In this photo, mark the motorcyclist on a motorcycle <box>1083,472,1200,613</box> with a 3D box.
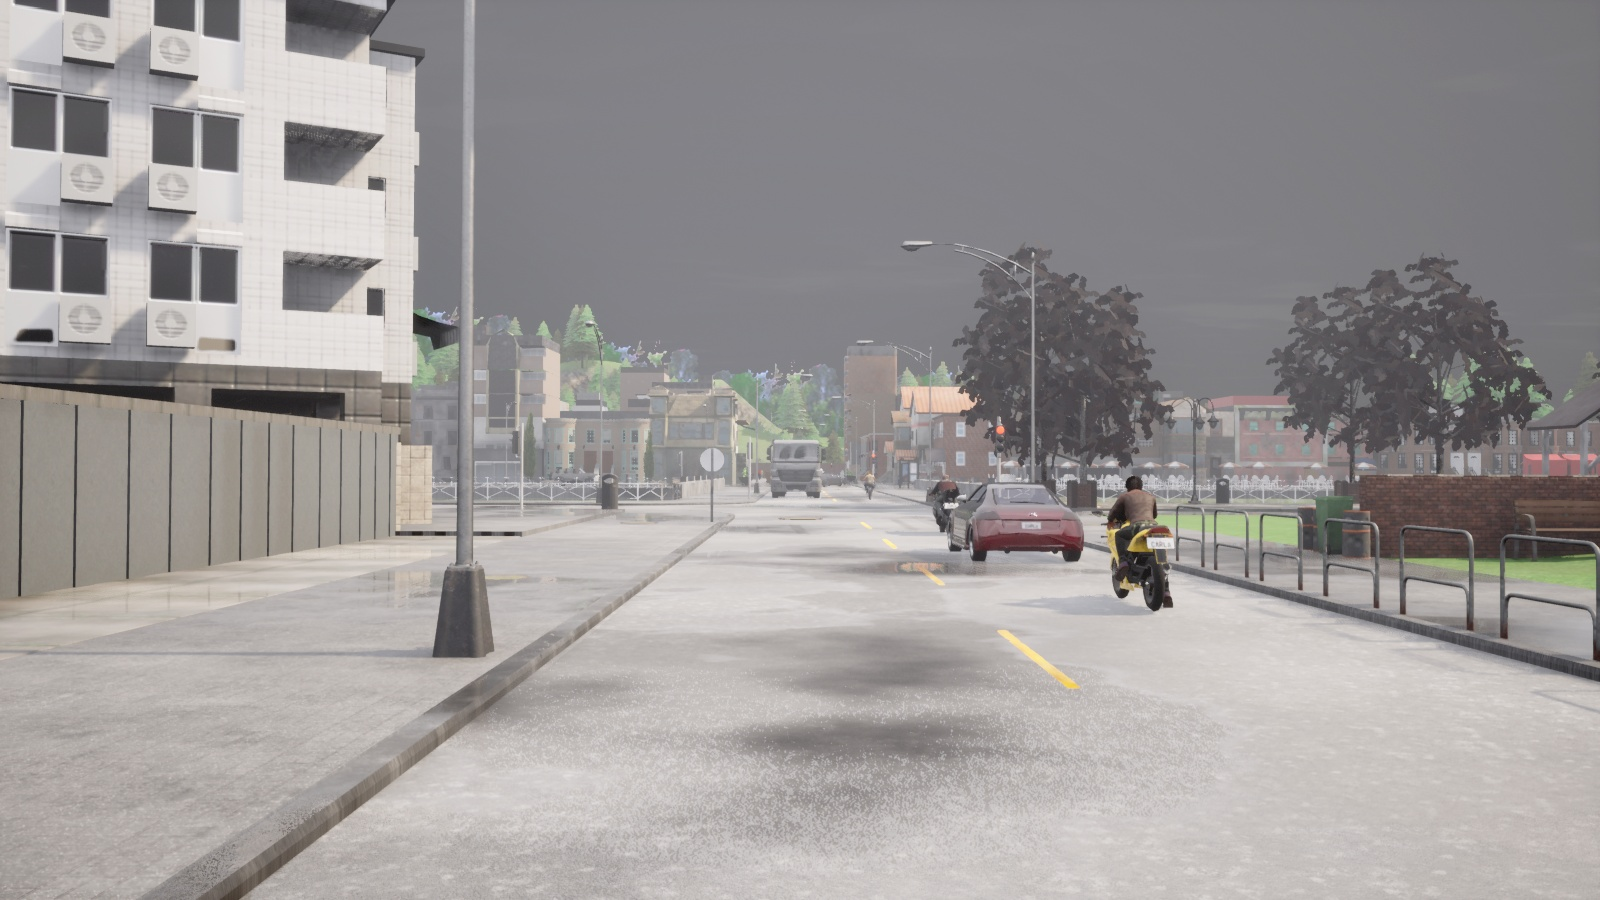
[{"bbox_3d":[3.957,1.028,14.727,0.797,1.523,2.044,0,-1,0],"label":"motorcyclist on a motorcycle"}]

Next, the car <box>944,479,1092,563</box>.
[{"bbox_3d":[3.933,1.254,23.348,1.994,1.385,4.181,0,-1,0],"label":"car"}]

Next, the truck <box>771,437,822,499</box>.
[{"bbox_3d":[-0.218,1.085,74.708,2.891,3.462,7.936,0,-1,0],"label":"truck"}]

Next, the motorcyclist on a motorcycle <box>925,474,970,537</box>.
[{"bbox_3d":[3.677,1.362,31.448,0.866,1.530,2.191,0,-1,0],"label":"motorcyclist on a motorcycle"}]
